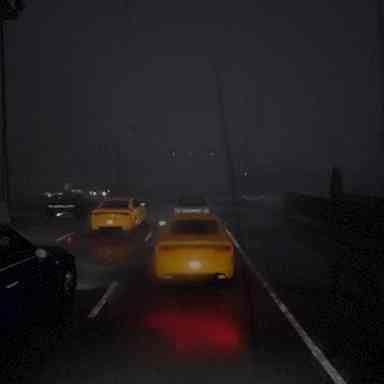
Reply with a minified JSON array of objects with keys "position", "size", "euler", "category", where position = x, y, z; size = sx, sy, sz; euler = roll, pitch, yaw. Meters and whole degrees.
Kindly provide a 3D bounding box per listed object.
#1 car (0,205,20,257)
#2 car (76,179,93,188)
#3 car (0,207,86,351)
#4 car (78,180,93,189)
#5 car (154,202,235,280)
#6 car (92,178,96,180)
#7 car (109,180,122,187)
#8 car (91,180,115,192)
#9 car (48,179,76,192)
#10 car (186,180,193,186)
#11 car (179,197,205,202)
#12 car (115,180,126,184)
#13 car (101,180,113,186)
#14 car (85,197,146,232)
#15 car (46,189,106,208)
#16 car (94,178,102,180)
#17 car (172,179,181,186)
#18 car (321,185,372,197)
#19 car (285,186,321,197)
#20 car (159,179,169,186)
[{"position":[-6.953,1.333,9.115],"size":[1.882,1.535,5.008],"euler":[0,2,0],"category":"car"},{"position":[-21.429,-1.296,64.118],"size":[2.128,1.511,4.902],"euler":[0,3,0],"category":"car"},{"position":[-3.429,1.314,5.058],"size":[2.097,1.767,4.553],"euler":[0,1,0],"category":"car"},{"position":[-17.946,-0.990,58.526],"size":[1.812,1.442,4.674],"euler":[0,3,0],"category":"car"},{"position":[0.045,1.315,9.582],"size":[1.882,1.535,5.008],"euler":[0,2,0],"category":"car"},{"position":[-21.482,-2.043,74.007],"size":[2.150,2.045,5.566],"euler":[0,3,0],"category":"car"},{"position":[-18.013,-1.969,78.662],"size":[2.128,1.511,4.902],"euler":[0,3,0],"category":"car"},{"position":[-14.399,-0.782,53.810],"size":[1.837,1.490,4.892],"euler":[0,3,-1],"category":"car"},{"position":[-21.431,-1.088,54.262],"size":[2.150,2.045,5.566],"euler":[0,3,0],"category":"car"},{"position":[-0.564,-2.342,86.404],"size":[2.128,1.511,4.902],"euler":[0,3,0],"category":"car"},{"position":[-0.018,0.966,19.849],"size":[1.895,1.301,4.718],"euler":[0,3,0],"category":"car"},{"position":[-14.455,-1.261,63.115],"size":[1.882,1.535,5.008],"euler":[0,3,0],"category":"car"},{"position":[-21.550,-2.243,84.217],"size":[1.812,1.442,4.674],"euler":[0,3,0],"category":"car"},{"position":[-3.498,0.995,16.572],"size":[1.882,1.535,5.008],"euler":[0,3,0],"category":"car"},{"position":[-7.020,0.850,19.923],"size":[2.128,1.511,4.902],"euler":[0,3,0],"category":"car"},{"position":[-17.946,-1.479,68.591],"size":[2.128,1.511,4.902],"euler":[0,3,0],"category":"car"},{"position":[-4.061,-2.381,85.918],"size":[1.882,1.535,5.008],"euler":[0,3,0],"category":"car"},{"position":[17.710,-0.002,37.583],"size":[4.902,1.511,2.128],"euler":[0,3,2],"category":"car"},{"position":[13.854,-0.070,41.213],"size":[4.718,1.301,1.895],"euler":[0,3,2],"category":"car"},{"position":[-7.561,-2.331,85.898],"size":[2.128,1.511,4.902],"euler":[0,3,0],"category":"car"}]
